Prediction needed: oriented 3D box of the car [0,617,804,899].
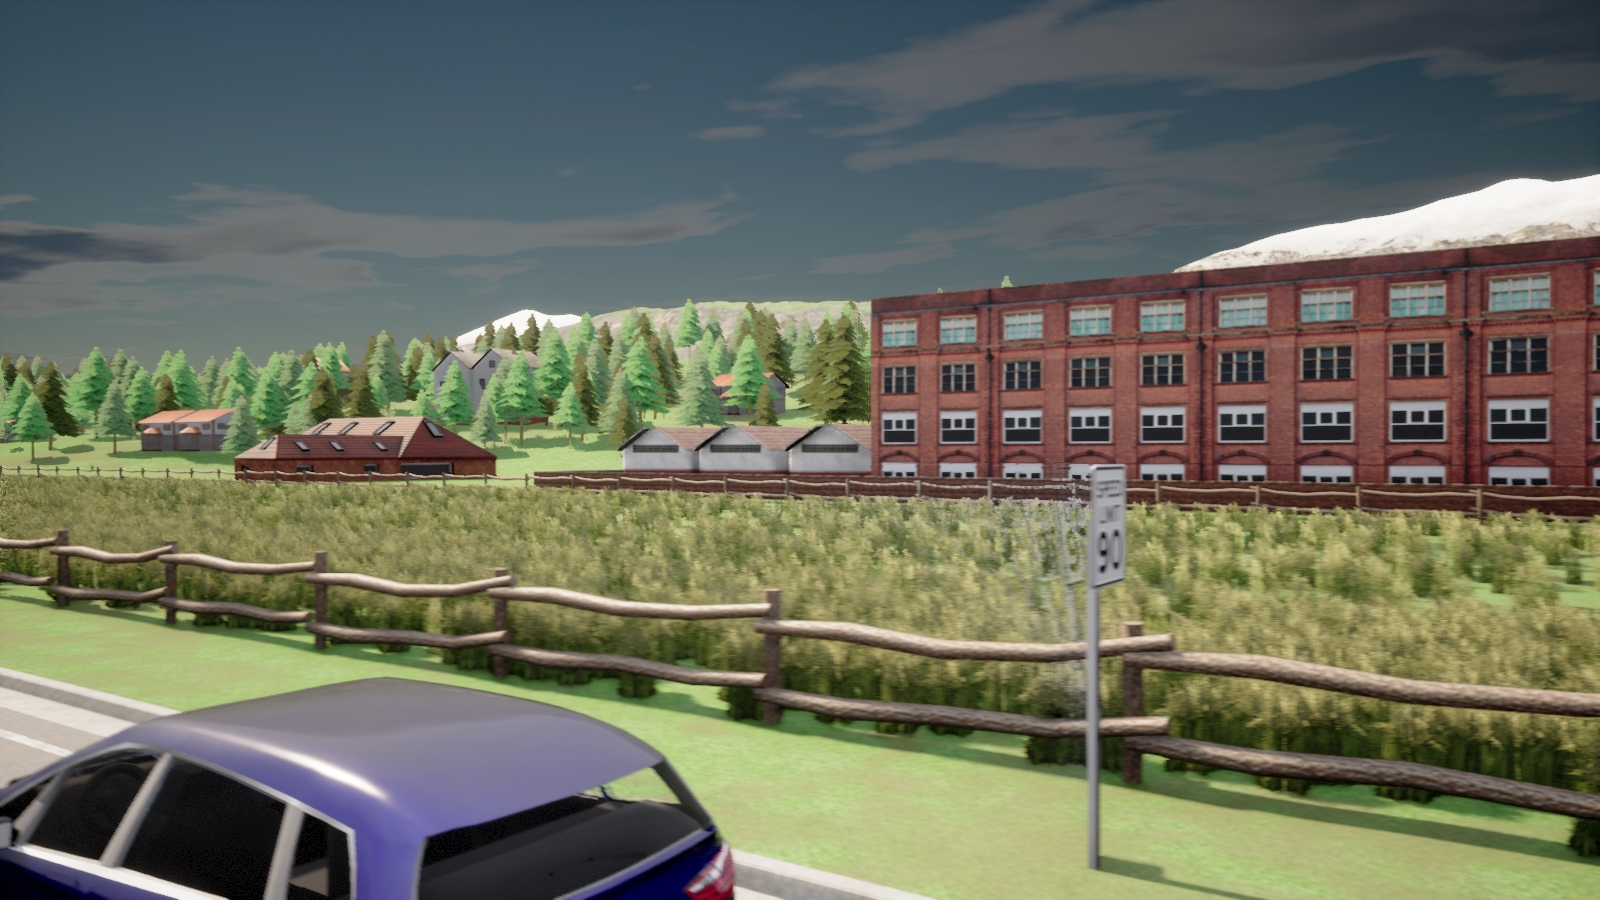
[{"bbox_3d":[-2.517,1.970,5.540,4.611,1.667,2.242,0,0,34],"label":"car"}]
